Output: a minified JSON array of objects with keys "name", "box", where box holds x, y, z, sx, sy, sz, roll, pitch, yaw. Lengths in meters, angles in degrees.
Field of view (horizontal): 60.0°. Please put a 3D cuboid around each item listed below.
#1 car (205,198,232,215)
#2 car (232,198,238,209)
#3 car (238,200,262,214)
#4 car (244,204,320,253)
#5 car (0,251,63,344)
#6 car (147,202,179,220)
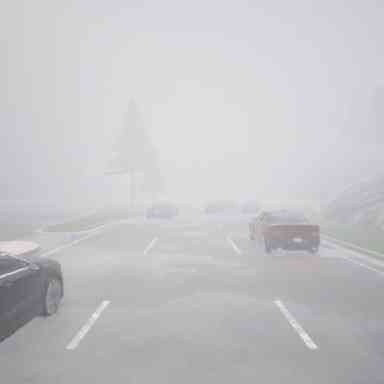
[{"name":"car","box":[2.553,1.524,34.213,1.812,1.442,4.674,0,0,15]},{"name":"car","box":[5.314,1.524,44.171,1.812,1.442,4.674,0,0,16]},{"name":"car","box":[6.439,1.561,35.256,1.994,1.385,4.181,0,0,15]},{"name":"car","box":[3.613,1.477,13.770,1.882,1.535,5.008,0,0,0]},{"name":"car","box":[-3.399,1.491,4.530,2.128,1.511,4.902,0,0,0]},{"name":"car","box":[-2.429,1.563,28.550,1.994,1.385,4.181,0,0,10]}]
